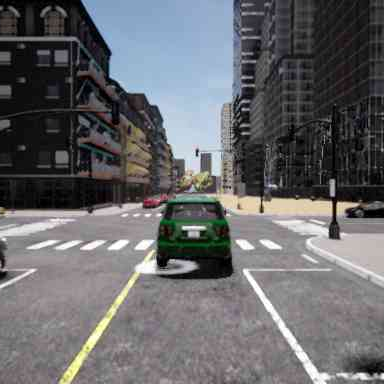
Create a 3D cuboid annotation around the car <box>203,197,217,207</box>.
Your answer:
[{"bbox_3d":[2.671,1.451,50.820,1.887,1.381,4.507,-1,0,0],"label":"car"}]

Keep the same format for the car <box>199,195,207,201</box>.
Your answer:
[{"bbox_3d":[2.688,1.401,84.714,1.887,1.381,4.507,-1,0,0],"label":"car"}]

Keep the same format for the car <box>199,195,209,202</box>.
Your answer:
[{"bbox_3d":[2.683,1.423,73.416,2.008,1.369,4.403,-1,0,0],"label":"car"}]

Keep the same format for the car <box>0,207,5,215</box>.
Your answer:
[{"bbox_3d":[-17.872,1.448,27.029,4.829,1.417,1.752,0,1,0],"label":"car"}]

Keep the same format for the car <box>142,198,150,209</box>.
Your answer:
[{"bbox_3d":[-5.679,1.460,45.118,1.887,1.381,4.507,-1,0,0],"label":"car"}]

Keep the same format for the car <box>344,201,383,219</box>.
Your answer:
[{"bbox_3d":[14.687,1.418,27.066,4.313,1.339,1.947,0,1,0],"label":"car"}]

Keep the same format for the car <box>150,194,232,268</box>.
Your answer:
[{"bbox_3d":[0.052,1.200,11.346,2.150,2.045,5.566,0,0,0],"label":"car"}]

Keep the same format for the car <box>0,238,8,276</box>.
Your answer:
[{"bbox_3d":[-5.699,1.536,7.052,2.008,1.369,4.403,-1,0,0],"label":"car"}]

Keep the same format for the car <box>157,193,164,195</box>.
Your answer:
[{"bbox_3d":[-5.678,1.346,50.767,1.967,1.590,4.097,-1,0,0],"label":"car"}]
